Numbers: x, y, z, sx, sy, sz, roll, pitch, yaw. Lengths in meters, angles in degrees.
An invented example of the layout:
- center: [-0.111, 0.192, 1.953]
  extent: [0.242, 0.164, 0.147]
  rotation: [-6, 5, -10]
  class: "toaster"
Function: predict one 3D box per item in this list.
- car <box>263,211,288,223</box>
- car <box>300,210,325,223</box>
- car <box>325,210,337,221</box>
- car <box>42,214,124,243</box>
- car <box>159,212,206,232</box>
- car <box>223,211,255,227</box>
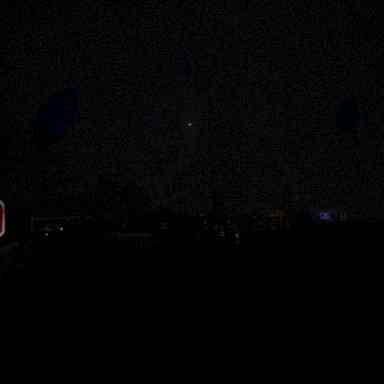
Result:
- center: [10.958, 3.225, 43.669]
  extent: [1.882, 1.535, 5.008]
  rotation: [0, -2, 36]
  class: "car"
- center: [16.566, 3.476, 46.531]
  extent: [2.128, 1.511, 4.902]
  rotation: [0, -2, 36]
  class: "car"
- center: [22.339, 3.763, 54.656]
  extent: [2.097, 1.767, 4.553]
  rotation: [0, -3, 37]
  class: "car"
- center: [-6.253, 2.032, 19.620]
  extent: [2.128, 1.511, 4.902]
  rotation: [0, -2, 37]
  class: "car"
- center: [-0.693, 2.410, 27.364]
  extent: [2.128, 1.511, 4.902]
  rotation: [0, -2, 35]
  class: "car"
- center: [5.097, 2.830, 35.483]
  extent: [1.837, 1.490, 4.892]
  rotation: [0, -2, 36]
  class: "car"
